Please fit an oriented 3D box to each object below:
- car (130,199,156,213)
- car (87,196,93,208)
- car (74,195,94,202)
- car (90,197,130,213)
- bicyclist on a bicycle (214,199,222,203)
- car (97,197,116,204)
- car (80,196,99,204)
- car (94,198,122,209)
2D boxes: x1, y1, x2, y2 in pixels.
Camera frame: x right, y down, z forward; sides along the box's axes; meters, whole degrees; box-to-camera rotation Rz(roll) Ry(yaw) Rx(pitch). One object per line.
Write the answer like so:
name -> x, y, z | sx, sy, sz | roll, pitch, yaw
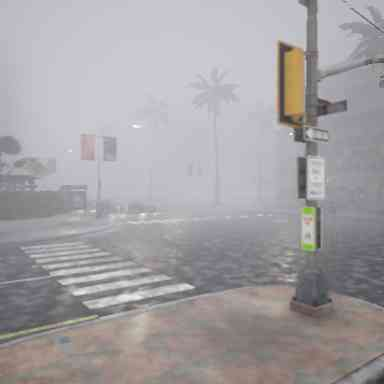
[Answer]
car -> -5.817, 1.542, 38.044 | 1.812, 1.442, 4.674 | 0, 0, -35
car -> -14.434, 1.366, 44.236 | 2.097, 1.767, 4.553 | 0, 0, -35
car -> -24.025, 1.467, 73.793 | 5.357, 1.411, 2.033 | 0, 0, 43
car -> -9.071, 1.504, 36.579 | 2.128, 1.511, 4.902 | 0, 0, -35
bicyclist on a bicycle -> 3.846, 1.331, 49.482 | 1.656, 1.620, 0.582 | 0, 0, -35
car -> -17.159, 1.623, 66.291 | 1.895, 1.301, 4.718 | 0, 0, -39
car -> -19.780, 1.544, 63.959 | 1.812, 1.442, 4.674 | 0, 0, -39
car -> -11.922, 1.563, 46.762 | 2.033, 1.411, 5.357 | 0, 0, -35
